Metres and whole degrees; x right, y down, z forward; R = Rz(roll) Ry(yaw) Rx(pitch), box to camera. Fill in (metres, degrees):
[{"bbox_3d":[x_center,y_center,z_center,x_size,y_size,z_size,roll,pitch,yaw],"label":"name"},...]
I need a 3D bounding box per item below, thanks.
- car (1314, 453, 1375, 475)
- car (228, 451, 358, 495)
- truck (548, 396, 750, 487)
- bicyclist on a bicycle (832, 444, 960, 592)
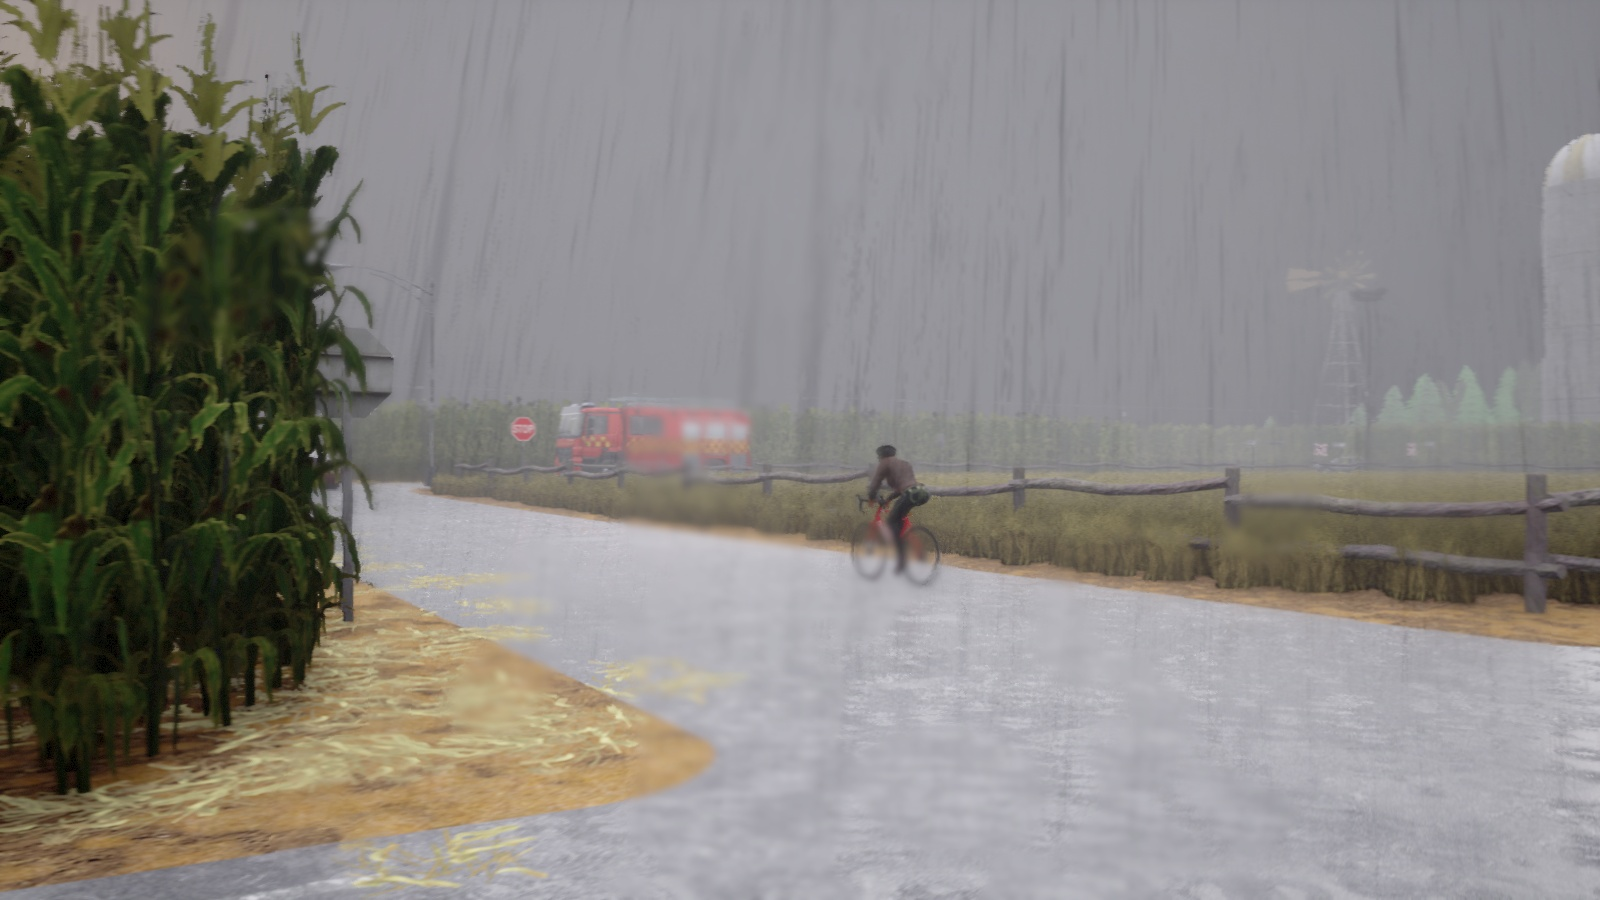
[{"bbox_3d":[37.986,0.986,87.684,3.806,1.475,1.970,0,0,21],"label":"car"},{"bbox_3d":[-18.340,0.795,45.368,4.792,1.488,2.163,0,0,36],"label":"car"},{"bbox_3d":[-6.657,-0.323,56.001,8.468,3.827,2.891,1,-1,-29],"label":"truck"},{"bbox_3d":[1.094,0.759,14.639,0.582,1.620,1.656,1,-1,-34],"label":"bicyclist on a bicycle"}]
